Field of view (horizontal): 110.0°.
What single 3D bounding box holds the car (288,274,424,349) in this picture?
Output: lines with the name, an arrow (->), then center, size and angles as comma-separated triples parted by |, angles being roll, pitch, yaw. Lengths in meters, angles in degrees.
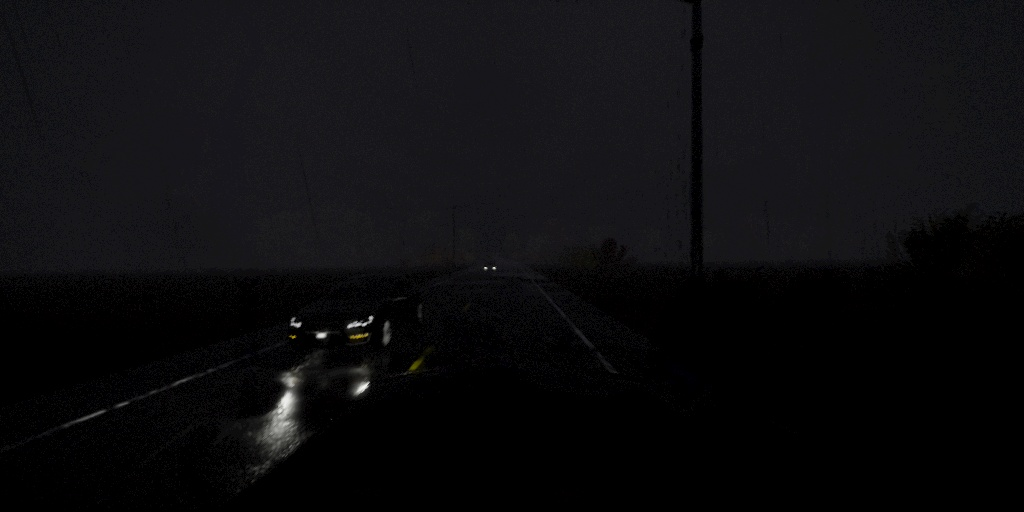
car -> -3.604, 1.254, 9.206 | 1.837, 1.490, 4.892 | 0, 0, 0
